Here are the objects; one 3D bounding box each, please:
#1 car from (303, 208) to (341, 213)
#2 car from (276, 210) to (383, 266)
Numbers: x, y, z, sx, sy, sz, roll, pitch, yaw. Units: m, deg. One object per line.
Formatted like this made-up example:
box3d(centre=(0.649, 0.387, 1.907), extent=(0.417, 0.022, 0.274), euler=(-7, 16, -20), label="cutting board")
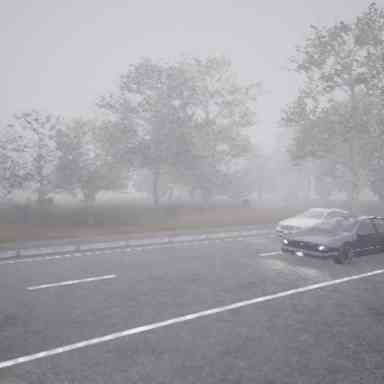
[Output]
box3d(centre=(6.191, 1.497, 15.978), extent=(4.674, 1.442, 1.812), euler=(0, 0, -30), label="car")
box3d(centre=(5.606, 1.530, 11.629), extent=(5.357, 1.411, 2.033), euler=(0, 0, -31), label="car")
